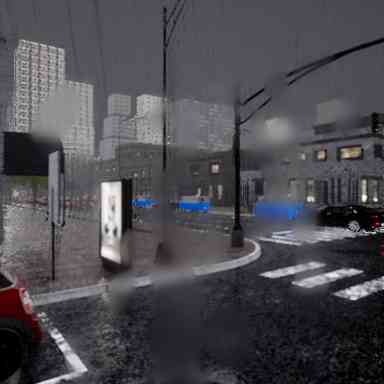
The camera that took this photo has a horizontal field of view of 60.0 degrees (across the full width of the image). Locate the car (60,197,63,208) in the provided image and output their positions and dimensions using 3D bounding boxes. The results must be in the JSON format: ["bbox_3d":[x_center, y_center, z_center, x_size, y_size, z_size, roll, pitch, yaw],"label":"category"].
[{"bbox_3d":[-16.292,1.559,43.496,1.887,1.381,4.507,0,0,-36],"label":"car"}]

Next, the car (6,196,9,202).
[{"bbox_3d":[-45.447,1.643,83.739,1.967,1.590,4.097,0,0,-36],"label":"car"}]

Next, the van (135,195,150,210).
[{"bbox_3d":[-6.255,1.353,43.927,1.690,1.788,3.998,0,0,-36],"label":"van"}]

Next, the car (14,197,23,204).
[{"bbox_3d":[-35.629,1.659,70.187,1.752,1.417,4.829,0,0,-36],"label":"car"}]

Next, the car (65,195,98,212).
[{"bbox_3d":[-13.052,1.436,39.025,1.967,1.590,4.097,0,0,-36],"label":"car"}]

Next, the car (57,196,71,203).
[{"bbox_3d":[-28.932,1.695,75.227,1.887,1.381,4.507,0,0,-36],"label":"car"}]

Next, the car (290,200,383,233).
[{"bbox_3d":[8.413,1.439,19.099,1.837,1.490,4.892,0,0,-36],"label":"car"}]

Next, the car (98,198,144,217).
[{"bbox_3d":[-6.472,1.488,29.943,1.752,1.417,4.829,0,0,-36],"label":"car"}]

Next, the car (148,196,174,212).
[{"bbox_3d":[-3.014,1.540,39.454,1.887,1.381,4.507,0,0,-36],"label":"car"}]

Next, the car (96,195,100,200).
[{"bbox_3d":[-15.975,1.382,57.342,2.192,1.841,5.009,0,0,-36],"label":"car"}]

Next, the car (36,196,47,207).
[{"bbox_3d":[-22.770,1.595,52.439,1.887,1.381,4.507,0,0,-36],"label":"car"}]

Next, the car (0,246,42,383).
[{"bbox_3d":[-4.014,1.447,3.688,4.097,1.590,1.967,0,1,-35],"label":"car"}]

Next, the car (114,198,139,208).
[{"bbox_3d":[-9.594,1.556,48.536,1.752,1.417,4.829,0,0,-36],"label":"car"}]

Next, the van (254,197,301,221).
[{"bbox_3d":[6.704,1.291,26.041,1.690,1.788,3.998,0,0,-36],"label":"van"}]

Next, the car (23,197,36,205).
[{"bbox_3d":[-29.249,1.636,61.382,1.887,1.381,4.507,0,0,-36],"label":"car"}]

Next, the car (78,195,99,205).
[{"bbox_3d":[-19.214,1.402,61.814,2.192,1.841,5.009,0,0,-36],"label":"car"}]

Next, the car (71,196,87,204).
[{"bbox_3d":[-22.552,1.633,66.422,1.752,1.417,4.829,0,0,-36],"label":"car"}]

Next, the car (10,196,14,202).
[{"bbox_3d":[-38.968,1.722,74.796,1.947,1.339,4.313,0,0,-36],"label":"car"}]

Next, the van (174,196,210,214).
[{"bbox_3d":[0.224,1.320,34.984,1.690,1.788,3.998,0,0,-36],"label":"van"}]
